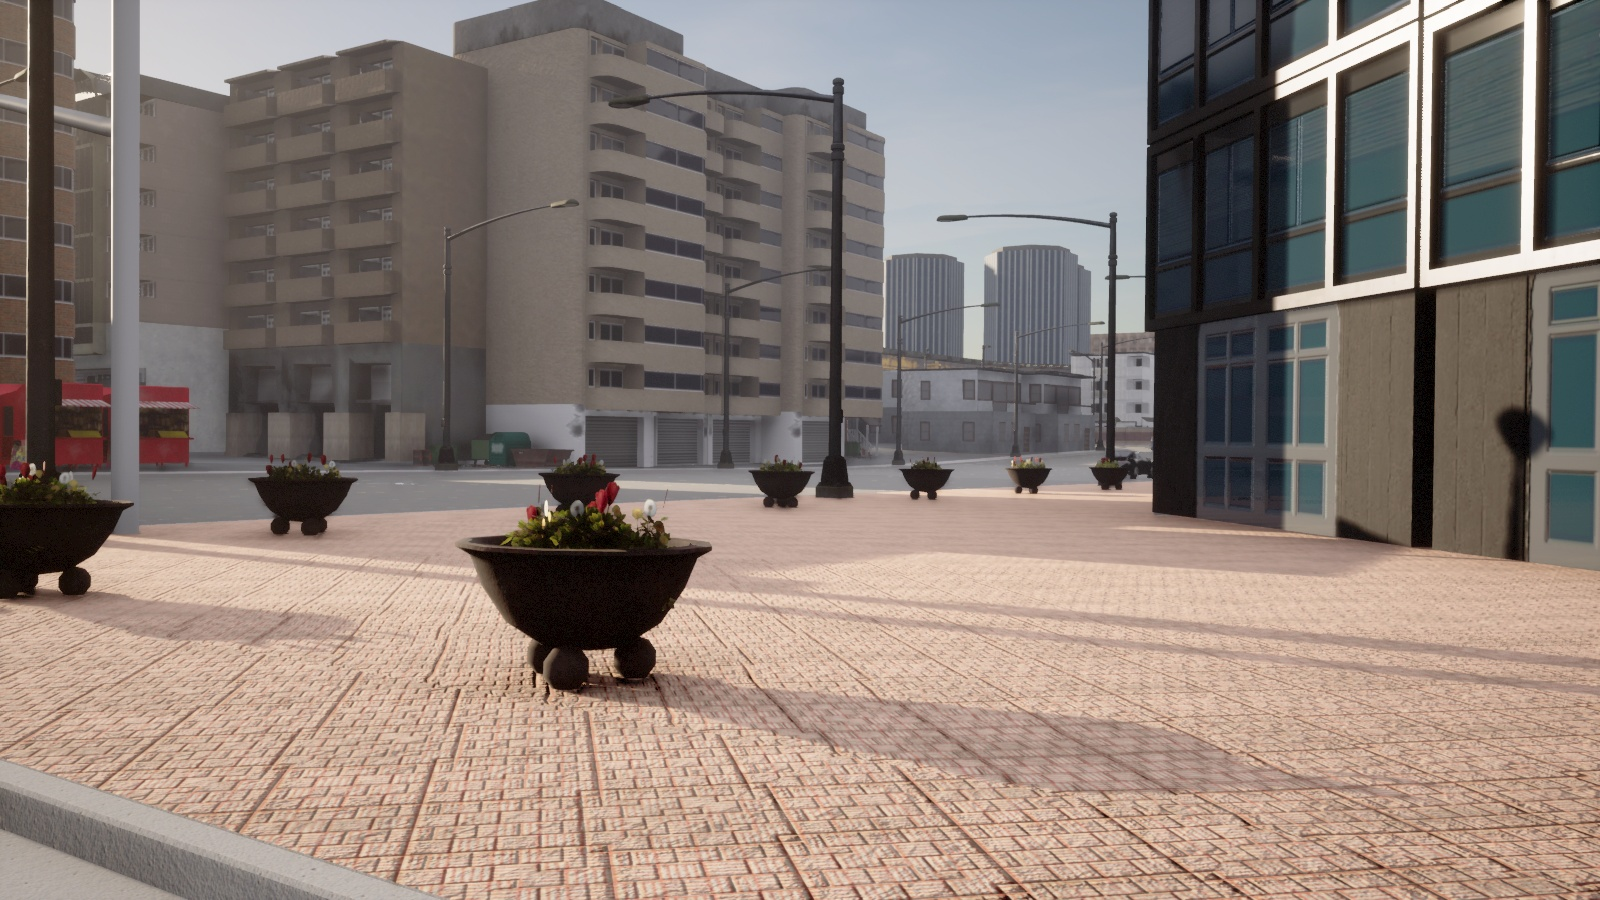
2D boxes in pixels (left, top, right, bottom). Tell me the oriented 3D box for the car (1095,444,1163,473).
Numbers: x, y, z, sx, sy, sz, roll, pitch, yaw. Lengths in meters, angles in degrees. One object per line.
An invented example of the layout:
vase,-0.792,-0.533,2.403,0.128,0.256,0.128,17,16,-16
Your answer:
car,17.918,0.439,68.312,2.128,1.511,4.902,0,1,33
